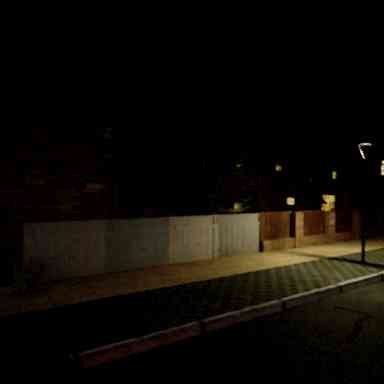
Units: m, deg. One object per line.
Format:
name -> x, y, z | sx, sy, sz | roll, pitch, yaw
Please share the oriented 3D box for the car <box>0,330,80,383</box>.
car -> -2.779, 1.474, 0.965 | 4.902, 1.511, 2.128 | 1, 0, -36
